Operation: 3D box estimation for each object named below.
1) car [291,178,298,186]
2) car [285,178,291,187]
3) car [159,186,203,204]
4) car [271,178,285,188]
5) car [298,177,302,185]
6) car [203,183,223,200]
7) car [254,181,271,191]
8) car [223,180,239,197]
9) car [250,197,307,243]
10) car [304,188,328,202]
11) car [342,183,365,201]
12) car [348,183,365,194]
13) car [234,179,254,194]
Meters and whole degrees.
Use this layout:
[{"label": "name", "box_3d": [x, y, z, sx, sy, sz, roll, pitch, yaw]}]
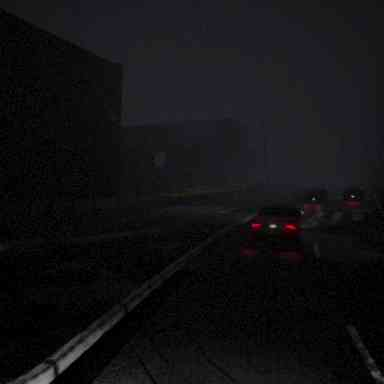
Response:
[{"label": "car", "box_3d": [23.374, -2.285, 80.389, 2.231, 1.521, 4.892, 1, 3, 28]}, {"label": "car", "box_3d": [19.121, -2.099, 71.981, 2.435, 2.045, 5.566, 1, 3, 27]}, {"label": "car", "box_3d": [-1.194, 0.218, 32.477, 1.946, 1.575, 5.366, 1, 3, 27]}, {"label": "car", "box_3d": [16.617, -1.592, 67.115, 2.231, 1.521, 4.892, 1, 3, 27]}, {"label": "car", "box_3d": [26.561, -2.608, 86.470, 1.946, 1.575, 5.366, 1, 3, 27]}, {"label": "car", "box_3d": [1.336, -0.041, 37.380, 1.946, 1.575, 5.366, 1, 3, 27]}, {"label": "car", "box_3d": [11.551, -1.048, 57.267, 2.163, 1.488, 4.792, 1, 3, 27]}, {"label": "car", "box_3d": [3.858, -0.297, 42.289, 1.946, 1.575, 5.366, 1, 3, 27]}, {"label": "car", "box_3d": [3.772, 1.189, 14.425, 2.033, 1.411, 5.357, 1, 3, 19]}, {"label": "car", "box_3d": [12.525, 0.268, 33.401, 1.895, 1.301, 4.718, 1, 3, 27]}, {"label": "car", "box_3d": [16.894, 0.075, 34.765, 1.837, 1.490, 4.892, 1, 3, 27]}, {"label": "car", "box_3d": [23.592, -0.561, 47.696, 2.033, 1.411, 5.357, 1, 3, 27]}, {"label": "car", "box_3d": [6.512, -0.815, 47.436, 2.435, 2.045, 5.566, 1, 3, 27]}]
